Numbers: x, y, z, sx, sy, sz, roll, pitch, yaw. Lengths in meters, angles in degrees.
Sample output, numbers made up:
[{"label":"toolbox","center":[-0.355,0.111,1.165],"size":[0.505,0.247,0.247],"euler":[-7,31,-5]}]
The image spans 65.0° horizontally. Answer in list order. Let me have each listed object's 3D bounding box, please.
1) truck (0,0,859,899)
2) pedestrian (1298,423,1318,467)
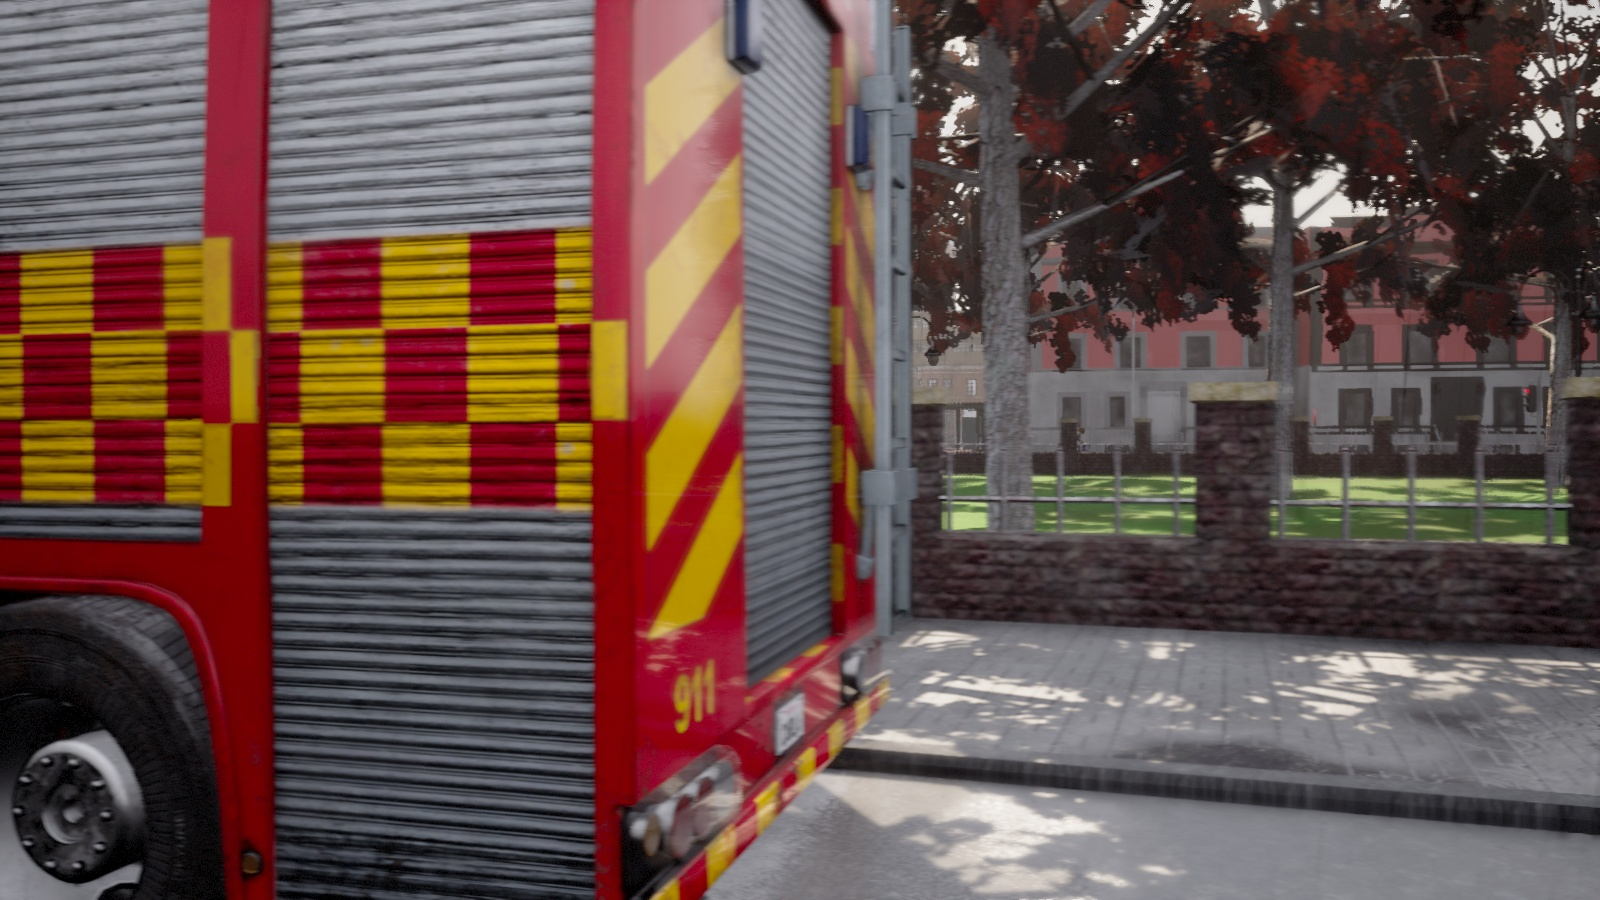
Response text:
[{"label":"truck","center":[-4.216,-0.438,5.234],"size":[8.468,3.827,2.891],"euler":[0,1,15]},{"label":"pedestrian","center":[21.320,-0.228,52.712],"size":[0.694,1.848,0.540],"euler":[1,1,28]}]
